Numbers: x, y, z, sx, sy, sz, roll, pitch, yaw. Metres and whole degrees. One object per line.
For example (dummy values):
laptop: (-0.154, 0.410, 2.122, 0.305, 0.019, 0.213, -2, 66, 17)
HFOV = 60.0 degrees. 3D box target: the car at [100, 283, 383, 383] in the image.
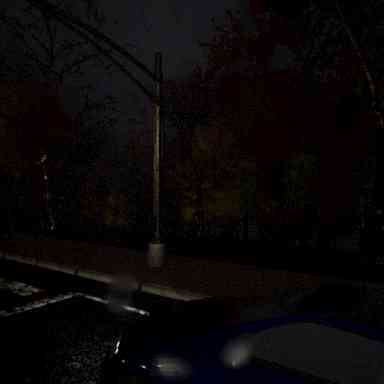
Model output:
car: (1.127, 1.564, 2.879, 4.181, 1.385, 1.994, 0, 0, 35)
